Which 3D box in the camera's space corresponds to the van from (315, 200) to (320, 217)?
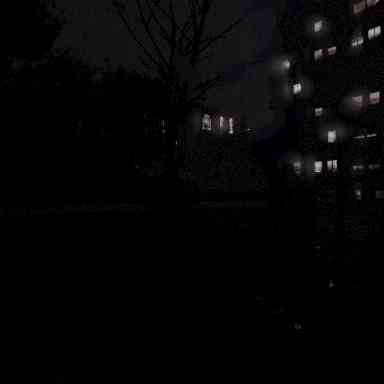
[{"bbox_3d":[10.434,1.647,32.600,1.690,1.788,3.998,-1,0,-36],"label":"van"}]
